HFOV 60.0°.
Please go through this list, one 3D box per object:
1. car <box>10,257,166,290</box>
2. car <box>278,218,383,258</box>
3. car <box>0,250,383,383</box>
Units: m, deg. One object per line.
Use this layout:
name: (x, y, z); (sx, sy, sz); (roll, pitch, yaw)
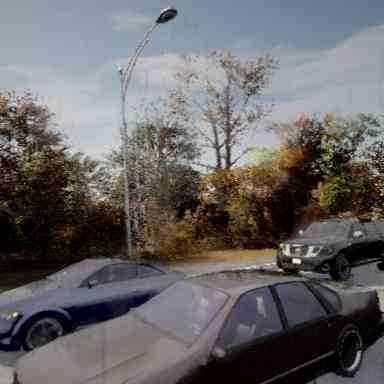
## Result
car: (-1.979, 2.117, 7.033); (4.181, 1.385, 1.994); (1, -5, -35)
car: (5.598, 2.010, 12.571); (5.566, 2.045, 2.150); (3, -6, -38)
car: (0.564, 1.852, 4.514); (5.357, 1.411, 2.033); (1, -5, -35)
